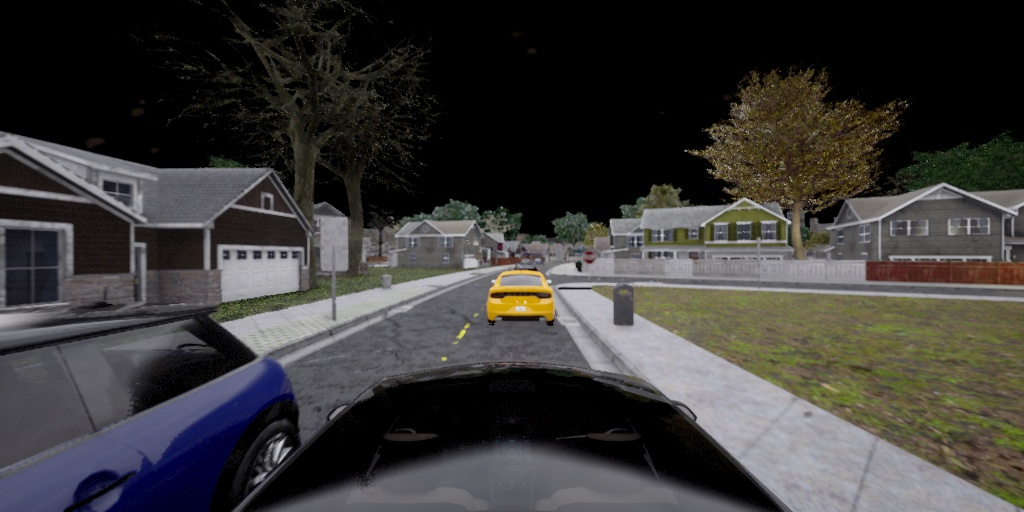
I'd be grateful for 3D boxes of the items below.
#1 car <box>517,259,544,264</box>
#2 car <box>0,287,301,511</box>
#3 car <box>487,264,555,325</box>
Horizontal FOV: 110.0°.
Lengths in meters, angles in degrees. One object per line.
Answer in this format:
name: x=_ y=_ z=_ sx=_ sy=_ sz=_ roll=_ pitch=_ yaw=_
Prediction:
car: x=0.980 y=1.198 z=24.560 sx=2.128 sy=1.511 sz=4.902 roll=0 pitch=0 yaw=4
car: x=-2.803 y=1.103 z=1.044 sx=2.097 sy=1.767 sz=4.553 roll=0 pitch=0 yaw=0
car: x=0.310 y=1.207 z=11.754 sx=1.882 sy=1.535 sz=5.008 roll=0 pitch=0 yaw=2
